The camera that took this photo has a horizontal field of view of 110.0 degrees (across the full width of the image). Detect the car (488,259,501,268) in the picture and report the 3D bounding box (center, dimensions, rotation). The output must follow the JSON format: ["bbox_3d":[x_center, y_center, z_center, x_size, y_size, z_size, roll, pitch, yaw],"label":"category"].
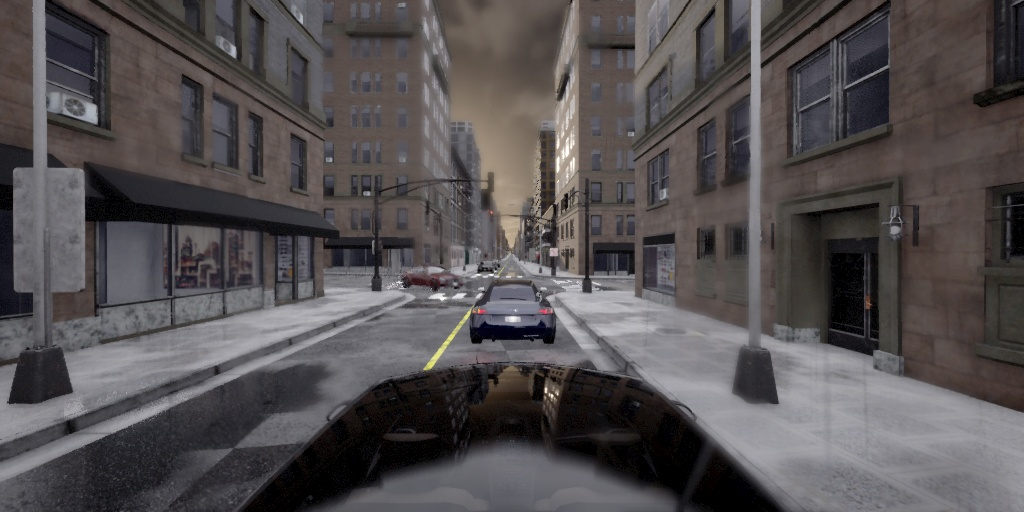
[{"bbox_3d":[-3.039,1.320,63.301,1.882,1.535,5.008,0,0,0],"label":"car"}]

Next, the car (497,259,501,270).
[{"bbox_3d":[-3.081,1.369,52.892,2.033,1.411,5.357,0,0,0],"label":"car"}]

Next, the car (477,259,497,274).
[{"bbox_3d":[-3.083,1.307,43.070,1.837,1.490,4.892,0,0,0],"label":"car"}]

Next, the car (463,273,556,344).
[{"bbox_3d":[0.013,1.315,9.627,1.994,1.385,4.181,0,0,0],"label":"car"}]

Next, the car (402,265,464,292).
[{"bbox_3d":[-4.805,1.273,21.366,4.674,1.442,1.812,0,-1,43],"label":"car"}]
